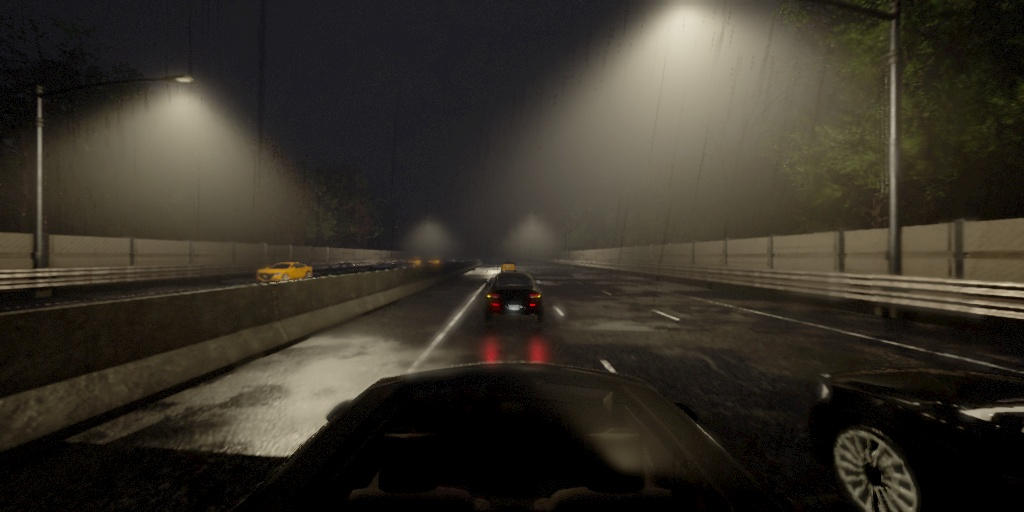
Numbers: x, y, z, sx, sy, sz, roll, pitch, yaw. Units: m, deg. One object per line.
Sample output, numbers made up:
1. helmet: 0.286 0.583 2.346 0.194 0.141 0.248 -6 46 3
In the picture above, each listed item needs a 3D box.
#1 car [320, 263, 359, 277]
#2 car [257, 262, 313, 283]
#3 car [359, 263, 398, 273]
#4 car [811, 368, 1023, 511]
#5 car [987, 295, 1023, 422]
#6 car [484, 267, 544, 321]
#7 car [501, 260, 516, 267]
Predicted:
1. car: -14.353 1.324 30.299 1.994 1.385 4.181 0 0 -1
2. car: -17.823 1.237 28.365 1.882 1.535 5.008 0 0 -1
3. car: -10.852 1.324 30.235 1.994 1.385 4.181 0 0 -1
4. car: 3.594 1.240 1.203 2.128 1.511 4.902 0 0 0
5. car: 7.091 1.253 2.213 1.837 1.490 4.892 0 0 0
6. car: 0.053 1.280 12.349 1.812 1.442 4.674 0 0 0
7. car: -0.449 1.223 44.570 1.801 1.575 5.366 0 0 -1
